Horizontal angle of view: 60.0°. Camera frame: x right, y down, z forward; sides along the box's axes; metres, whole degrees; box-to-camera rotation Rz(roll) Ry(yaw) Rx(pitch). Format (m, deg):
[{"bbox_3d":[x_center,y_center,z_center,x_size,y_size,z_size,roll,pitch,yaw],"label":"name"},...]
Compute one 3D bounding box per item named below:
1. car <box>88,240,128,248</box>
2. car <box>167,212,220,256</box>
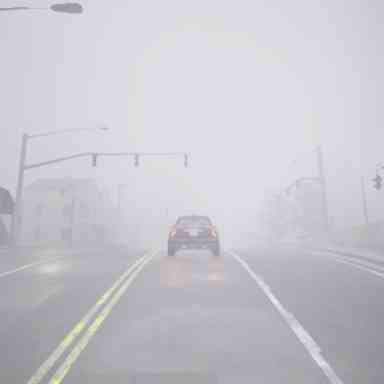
[{"bbox_3d":[-8.962,5.882,35.496,4.181,1.385,1.994,-4,-14,17],"label":"car"},{"bbox_3d":[0.078,1.874,15.008,2.097,1.767,4.553,0,-7,0],"label":"car"}]
